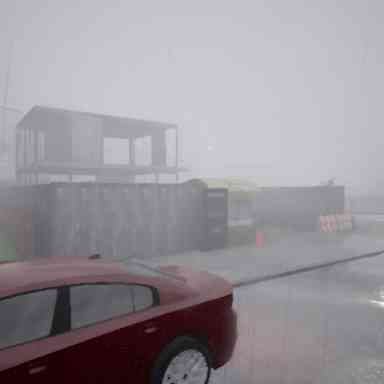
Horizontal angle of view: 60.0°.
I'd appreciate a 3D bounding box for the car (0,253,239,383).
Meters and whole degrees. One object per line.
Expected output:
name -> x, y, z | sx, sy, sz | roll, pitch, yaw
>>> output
car -> -1.775, 1.476, 3.323 | 5.008, 1.535, 1.882 | 0, 0, -35
